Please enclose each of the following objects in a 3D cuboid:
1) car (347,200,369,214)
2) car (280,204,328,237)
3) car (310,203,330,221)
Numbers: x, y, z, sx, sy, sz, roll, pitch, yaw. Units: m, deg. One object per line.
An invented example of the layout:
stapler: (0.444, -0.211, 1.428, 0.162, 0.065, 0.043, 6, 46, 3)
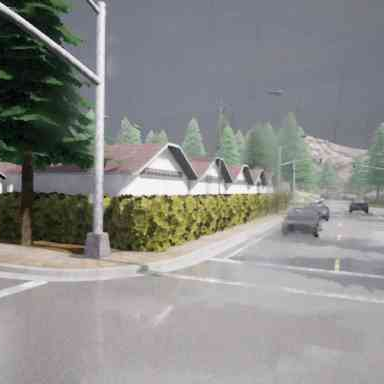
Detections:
car: (19.148, 1.648, 38.308, 1.837, 1.490, 4.892, 1, 0, 23)
car: (6.376, 1.615, 18.925, 2.033, 1.411, 5.357, 1, 0, 24)
car: (10.485, 1.635, 27.951, 1.994, 1.385, 4.181, 1, 0, 25)
